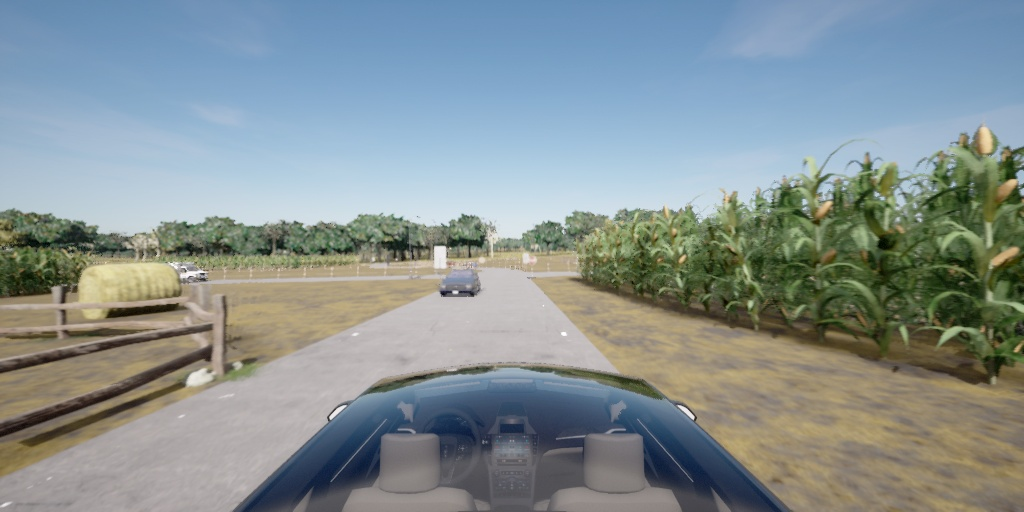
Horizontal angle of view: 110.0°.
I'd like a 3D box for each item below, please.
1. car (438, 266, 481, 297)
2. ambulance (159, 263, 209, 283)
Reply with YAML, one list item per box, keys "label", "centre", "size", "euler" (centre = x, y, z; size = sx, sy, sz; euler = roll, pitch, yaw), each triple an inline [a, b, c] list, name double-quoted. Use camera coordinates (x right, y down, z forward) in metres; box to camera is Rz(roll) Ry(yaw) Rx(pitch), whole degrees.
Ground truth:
- label: "car"
  centre: [-2.839, 1.481, 20.691]
  size: [2.033, 1.411, 5.357]
  euler: [0, -1, 0]
- label: "ambulance"
  centre: [-42.136, 2.112, 45.243]
  size: [6.366, 2.431, 2.351]
  euler: [-1, 1, 0]
